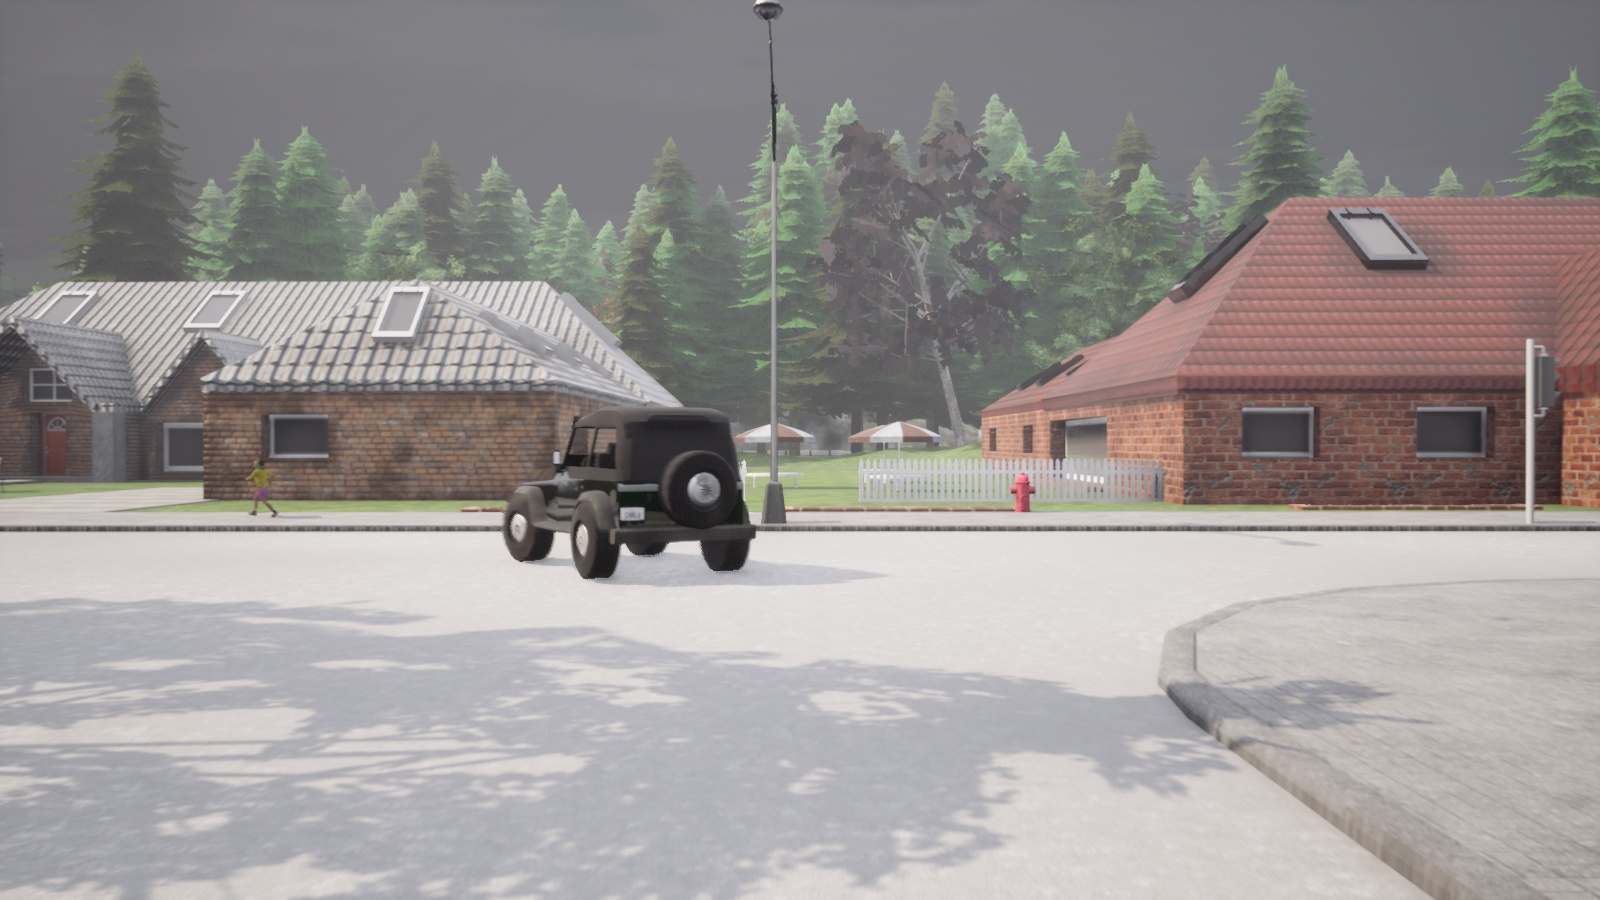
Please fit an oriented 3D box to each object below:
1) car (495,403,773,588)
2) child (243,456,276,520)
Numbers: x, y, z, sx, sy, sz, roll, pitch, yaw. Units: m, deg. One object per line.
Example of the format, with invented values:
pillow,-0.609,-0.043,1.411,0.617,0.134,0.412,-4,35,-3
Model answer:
car,-2.094,0.449,14.873,1.905,1.878,3.866,0,0,-30
child,-9.881,0.683,22.952,0.473,1.160,0.299,0,0,0
